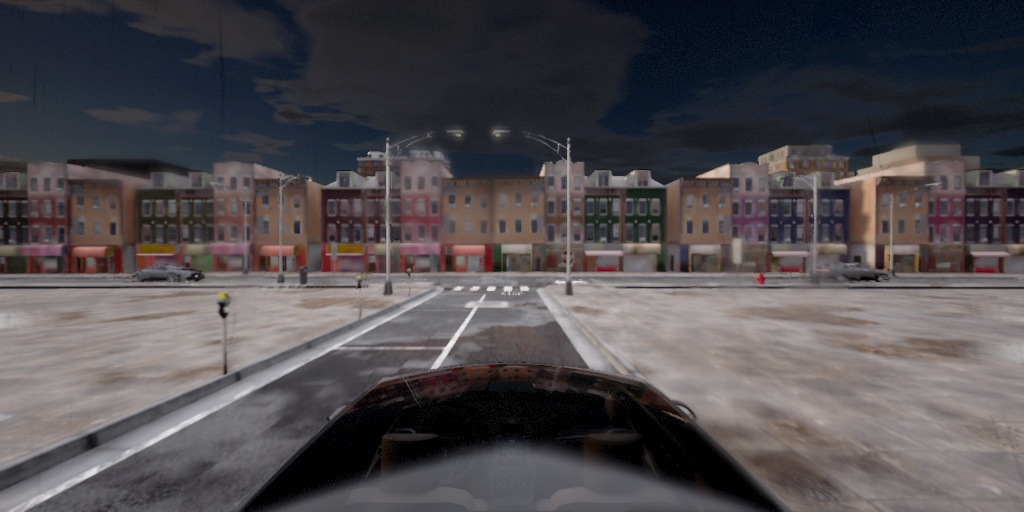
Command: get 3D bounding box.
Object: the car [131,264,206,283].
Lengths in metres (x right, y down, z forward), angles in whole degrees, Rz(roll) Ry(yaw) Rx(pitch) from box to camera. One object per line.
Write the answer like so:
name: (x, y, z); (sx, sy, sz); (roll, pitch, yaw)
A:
car: (-25.360, 1.315, 26.575); (4.181, 1.385, 1.994); (0, 1, 0)

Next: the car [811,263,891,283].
car: (24.909, 1.258, 26.420); (4.902, 1.511, 2.128); (0, 1, 0)
